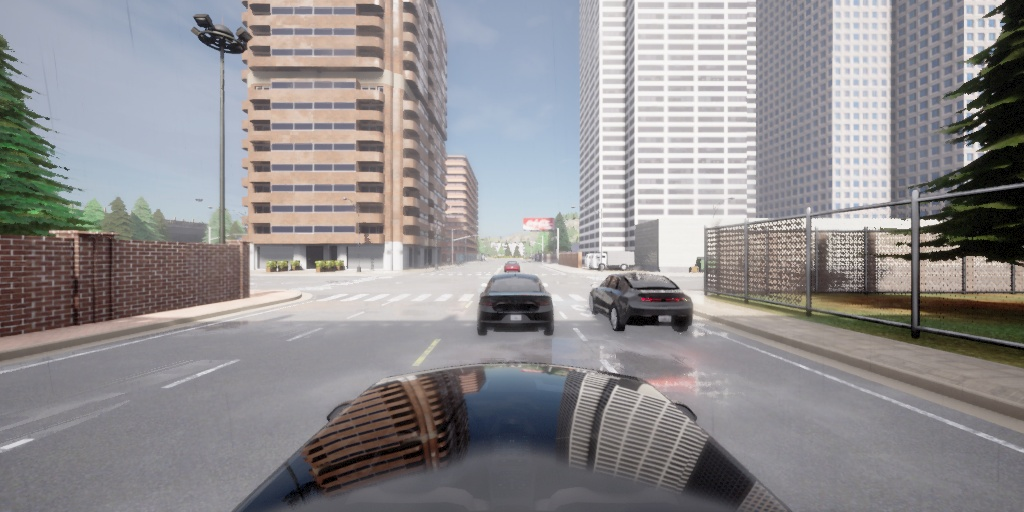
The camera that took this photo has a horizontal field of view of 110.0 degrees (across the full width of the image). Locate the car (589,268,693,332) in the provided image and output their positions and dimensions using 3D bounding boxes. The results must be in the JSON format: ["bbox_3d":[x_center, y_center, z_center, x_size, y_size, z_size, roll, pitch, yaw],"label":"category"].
[{"bbox_3d":[3.620,1.252,10.818,1.837,1.490,4.892,0,-1,1],"label":"car"}]

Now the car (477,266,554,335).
[{"bbox_3d":[0.084,1.228,10.489,1.882,1.535,5.008,0,0,0],"label":"car"}]

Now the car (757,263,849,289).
[{"bbox_3d":[17.670,1.186,21.905,4.902,1.511,2.128,0,0,1],"label":"car"}]

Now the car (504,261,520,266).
[{"bbox_3d":[0.015,1.314,44.929,1.994,1.385,4.181,0,0,-1],"label":"car"}]
